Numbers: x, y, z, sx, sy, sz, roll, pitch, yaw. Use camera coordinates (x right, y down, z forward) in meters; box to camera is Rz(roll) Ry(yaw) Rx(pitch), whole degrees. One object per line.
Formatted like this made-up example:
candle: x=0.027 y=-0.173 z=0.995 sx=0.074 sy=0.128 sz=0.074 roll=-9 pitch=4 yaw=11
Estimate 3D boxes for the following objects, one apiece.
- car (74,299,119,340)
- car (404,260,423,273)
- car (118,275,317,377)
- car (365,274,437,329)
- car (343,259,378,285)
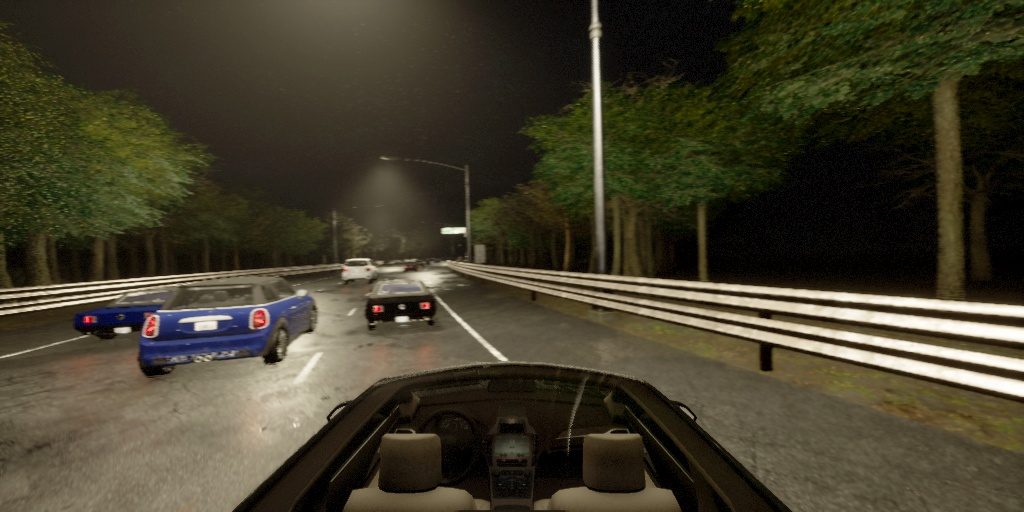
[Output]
car: x=-10.744 y=1.639 z=11.381 sx=1.895 sy=1.301 sz=4.718 roll=-2 pitch=0 yaw=-18
car: x=-14.163 y=1.558 z=50.626 sx=2.033 sy=1.411 sz=5.357 roll=-2 pitch=0 yaw=-12
car: x=-6.057 y=1.262 z=8.318 sx=2.097 sy=1.767 sz=4.553 roll=-2 pitch=0 yaw=-19
car: x=-3.655 y=1.431 z=11.792 sx=1.895 sy=1.301 sz=4.718 roll=-2 pitch=0 yaw=-18
car: x=-12.683 y=1.256 z=30.245 sx=2.150 sy=2.045 sz=5.566 roll=-2 pitch=0 yaw=-15
